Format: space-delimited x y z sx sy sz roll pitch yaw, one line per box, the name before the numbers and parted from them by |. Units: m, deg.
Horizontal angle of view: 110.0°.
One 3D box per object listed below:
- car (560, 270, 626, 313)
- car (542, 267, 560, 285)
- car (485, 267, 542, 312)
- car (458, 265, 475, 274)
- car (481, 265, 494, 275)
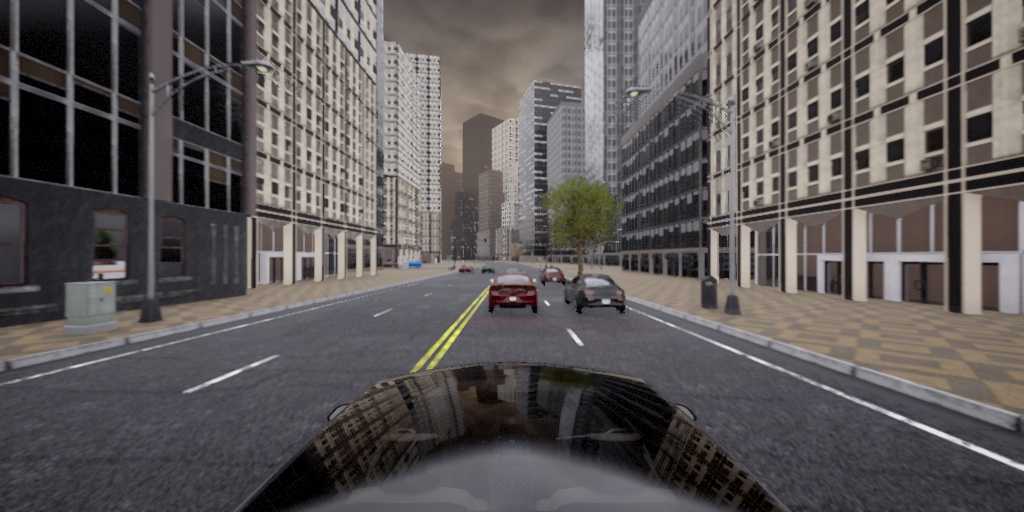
car | 3.300 1.440 14.809 1.812 1.442 4.674 0 0 0
car | 3.298 1.623 29.810 1.812 1.442 4.674 0 0 0
car | 0.053 1.398 15.265 1.882 1.535 5.008 0 0 0
car | -6.590 1.955 52.155 1.895 1.301 4.718 0 -1 0
car | -3.346 1.941 50.853 1.895 1.301 4.718 0 -1 0
